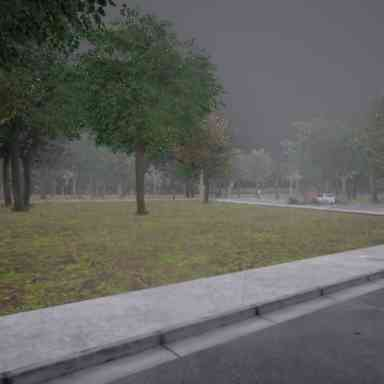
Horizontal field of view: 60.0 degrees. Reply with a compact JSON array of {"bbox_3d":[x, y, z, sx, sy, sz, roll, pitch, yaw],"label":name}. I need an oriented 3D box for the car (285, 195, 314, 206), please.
[{"bbox_3d":[18.235,1.648,56.725,1.994,1.385,4.181,0,0,-12],"label":"car"}]

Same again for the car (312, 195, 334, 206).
[{"bbox_3d":[21.531,1.624,56.849,1.812,1.442,4.674,0,0,-12],"label":"car"}]

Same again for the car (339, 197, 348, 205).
[{"bbox_3d":[27.120,1.624,62.329,2.128,1.511,4.902,0,0,-12],"label":"car"}]

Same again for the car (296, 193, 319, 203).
[{"bbox_3d":[24.937,1.192,72.240,2.150,2.045,5.566,0,0,-12],"label":"car"}]

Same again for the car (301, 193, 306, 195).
[{"bbox_3d":[21.765,1.477,71.526,2.128,1.511,4.902,0,0,-12],"label":"car"}]

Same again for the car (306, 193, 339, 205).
[{"bbox_3d":[23.984,1.339,61.474,2.150,2.045,5.566,0,0,-11],"label":"car"}]
